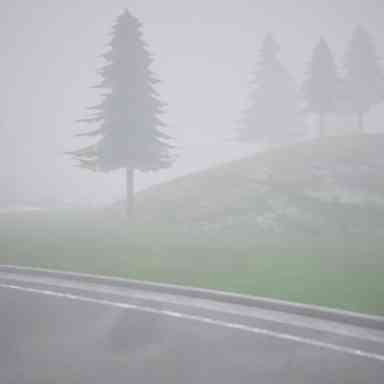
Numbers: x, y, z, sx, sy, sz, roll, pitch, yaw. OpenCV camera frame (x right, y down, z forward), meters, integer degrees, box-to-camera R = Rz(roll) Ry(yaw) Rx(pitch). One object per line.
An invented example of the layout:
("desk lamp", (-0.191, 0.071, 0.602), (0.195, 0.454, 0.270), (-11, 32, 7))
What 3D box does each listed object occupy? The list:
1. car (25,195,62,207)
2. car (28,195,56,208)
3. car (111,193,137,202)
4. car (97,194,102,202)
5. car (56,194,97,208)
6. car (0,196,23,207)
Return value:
("car", (-21.105, 1.240, 47.652), (1.837, 1.490, 4.892), (0, 0, 23))
("car", (-19.018, 1.316, 43.609), (1.994, 1.385, 4.181), (0, 1, 23))
("car", (-12.378, 1.046, 59.287), (1.882, 1.535, 5.008), (0, 1, 23))
("car", (-18.837, 1.069, 61.984), (1.837, 1.490, 4.892), (0, 1, 23))
("car", (-15.111, 1.238, 43.887), (1.812, 1.442, 4.674), (0, 1, 23))
("car", (-25.712, 1.305, 45.720), (1.837, 1.490, 4.892), (0, 0, 23))
